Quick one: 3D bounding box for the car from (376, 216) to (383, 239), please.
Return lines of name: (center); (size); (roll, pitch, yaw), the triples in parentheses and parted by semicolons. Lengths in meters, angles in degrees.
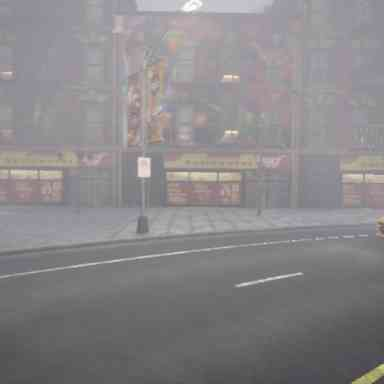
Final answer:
car: (9.580, 1.167, 12.936); (5.008, 1.535, 1.882); (0, 2, -18)
